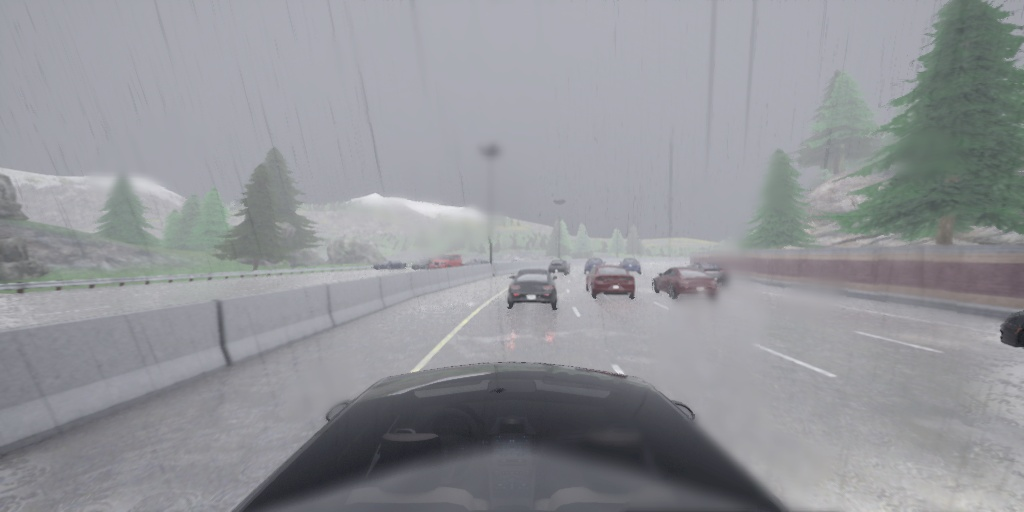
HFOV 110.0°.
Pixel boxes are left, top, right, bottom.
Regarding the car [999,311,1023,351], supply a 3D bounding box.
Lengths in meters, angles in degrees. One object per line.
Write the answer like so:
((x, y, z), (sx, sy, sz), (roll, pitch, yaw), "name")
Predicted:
((10.758, 1.270, 5.157), (1.837, 1.490, 4.892), (0, 0, 2), "car")

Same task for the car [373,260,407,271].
((-15.008, 1.169, 44.252), (1.895, 1.301, 4.718), (0, 0, 16), "car")

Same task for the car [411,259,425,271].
((-10.921, 1.079, 45.714), (1.837, 1.490, 4.892), (0, 0, 17), "car")

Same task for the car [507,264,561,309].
((0.878, 1.234, 14.578), (1.812, 1.442, 4.674), (0, 0, 5), "car")

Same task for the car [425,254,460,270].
((-7.906, 0.806, 43.697), (2.150, 2.045, 5.566), (0, 1, 16), "car")

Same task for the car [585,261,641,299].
((4.786, 1.185, 17.905), (1.882, 1.535, 5.008), (0, 0, 7), "car")

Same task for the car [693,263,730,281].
((12.831, 1.198, 24.125), (2.128, 1.511, 4.902), (0, 0, 10), "car")

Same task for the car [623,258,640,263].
((12.850, 1.008, 39.075), (2.097, 1.767, 4.553), (0, 0, 16), "car")

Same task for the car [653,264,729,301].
((8.210, 1.244, 17.224), (1.812, 1.442, 4.674), (0, 0, 7), "car")

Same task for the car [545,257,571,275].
((4.865, 1.149, 36.532), (1.837, 1.490, 4.892), (0, 0, 15), "car")

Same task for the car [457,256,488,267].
((-4.356, 1.091, 43.242), (2.128, 1.511, 4.902), (0, 0, 17), "car")

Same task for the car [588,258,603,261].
((8.803, 1.002, 37.671), (2.097, 1.767, 4.553), (0, 0, 15), "car")
